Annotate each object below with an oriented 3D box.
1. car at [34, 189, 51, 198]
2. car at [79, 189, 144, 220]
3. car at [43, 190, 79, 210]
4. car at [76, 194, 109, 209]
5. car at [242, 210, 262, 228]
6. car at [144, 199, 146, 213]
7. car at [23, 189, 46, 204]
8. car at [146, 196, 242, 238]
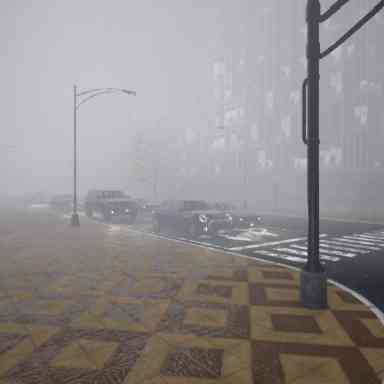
[{"bbox_3d":[-28.580,0.236,63.611,1.882,1.535,5.008,0,1,-38],"label":"car"},{"bbox_3d":[-5.951,0.819,23.985,2.150,2.045,5.566,0,1,-38],"label":"car"},{"bbox_3d":[-12.338,0.900,32.101,2.128,1.511,4.902,0,1,-38],"label":"car"},{"bbox_3d":[-10.573,0.946,35.119,1.994,1.385,4.181,0,1,-38],"label":"car"},{"bbox_3d":[1.613,1.289,19.706,2.033,1.411,5.357,0,1,-36],"label":"car"},{"bbox_3d":[-4.366,1.166,27.224,1.895,1.301,4.718,0,1,-38],"label":"car"},{"bbox_3d":[-19.857,0.675,41.760,2.128,1.511,4.902,0,1,-38],"label":"car"},{"bbox_3d":[-0.048,1.124,16.512,2.097,1.767,4.553,0,1,-38],"label":"car"}]
